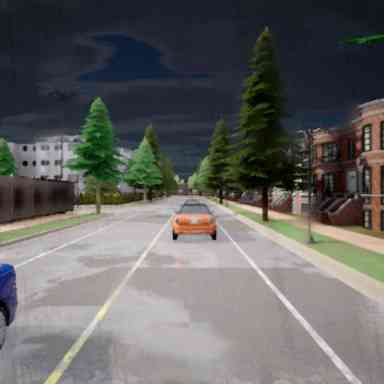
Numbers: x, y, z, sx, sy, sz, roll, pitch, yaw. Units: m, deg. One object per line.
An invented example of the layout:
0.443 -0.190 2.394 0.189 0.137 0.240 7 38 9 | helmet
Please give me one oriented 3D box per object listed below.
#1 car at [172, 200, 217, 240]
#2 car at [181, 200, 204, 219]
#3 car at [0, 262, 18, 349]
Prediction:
0.115 1.341 17.159 2.097 1.767 4.553 0 0 0 | car
-0.022 1.487 30.325 1.837 1.490 4.892 0 0 -3 | car
-3.597 1.476 3.043 1.882 1.535 5.008 0 0 0 | car
